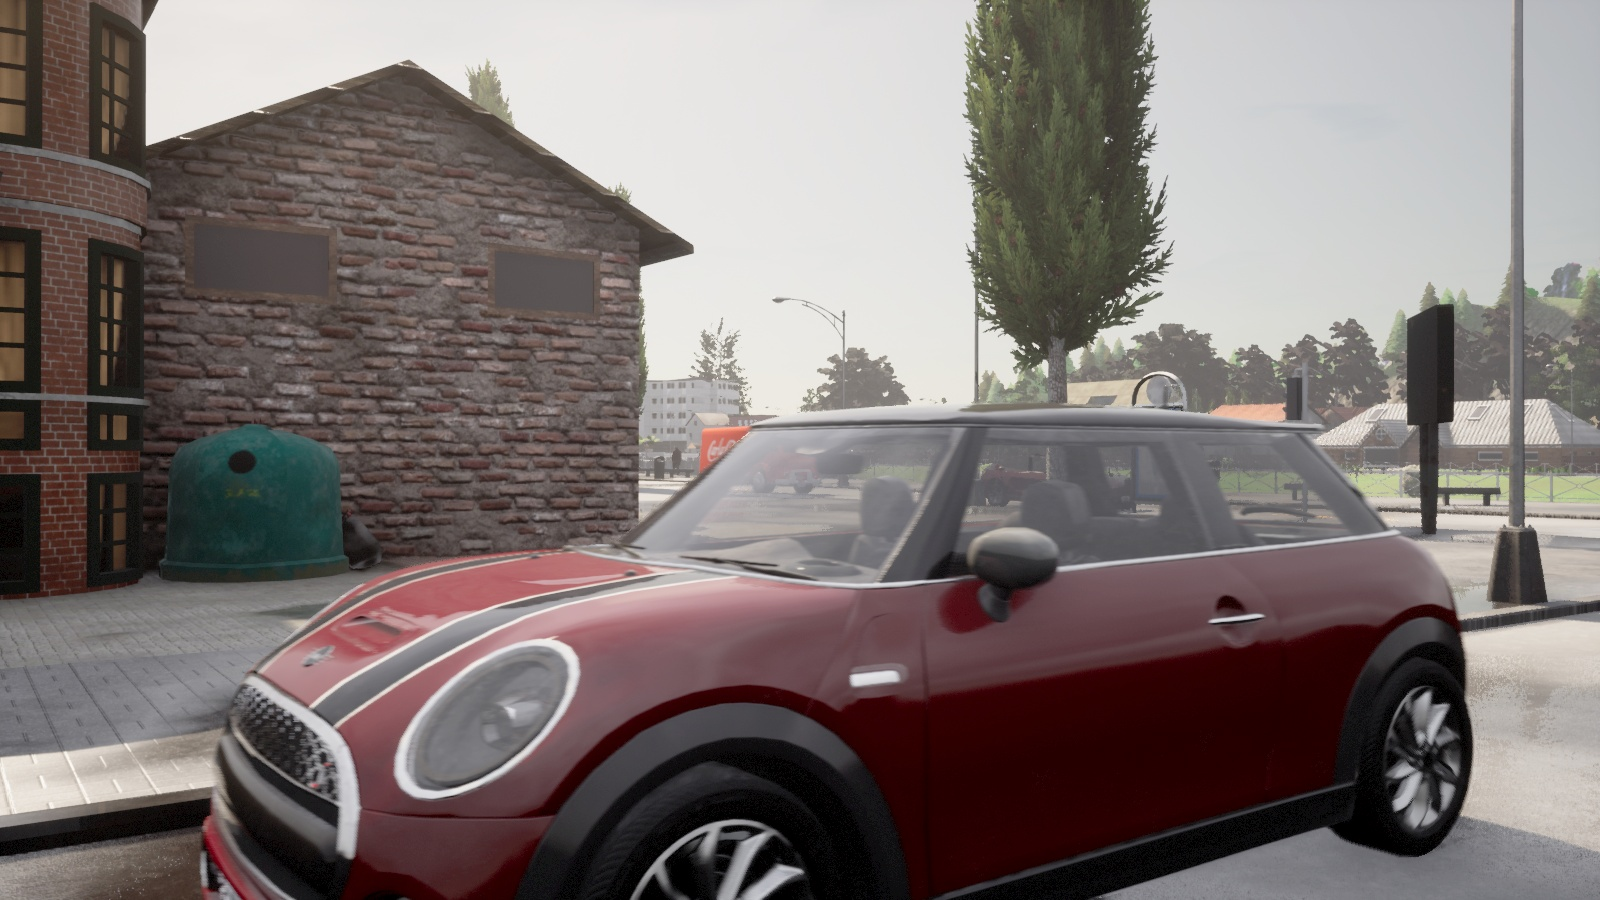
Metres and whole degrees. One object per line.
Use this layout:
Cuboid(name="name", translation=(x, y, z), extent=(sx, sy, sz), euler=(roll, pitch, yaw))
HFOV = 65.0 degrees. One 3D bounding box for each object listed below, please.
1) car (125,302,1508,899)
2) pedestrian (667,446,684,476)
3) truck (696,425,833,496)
Cuboid(name="car", translation=(0.300, 0.614, 4.475), extent=(4.553, 1.767, 2.097), euler=(0, 0, -35))
Cuboid(name="pedestrian", translation=(-7.580, 0.658, 76.468), extent=(0.634, 1.844, 0.899), euler=(0, 0, -35))
Cuboid(name="truck", translation=(-1.397, 0.374, 46.374), extent=(2.627, 2.467, 5.204), euler=(0, 0, -35))
